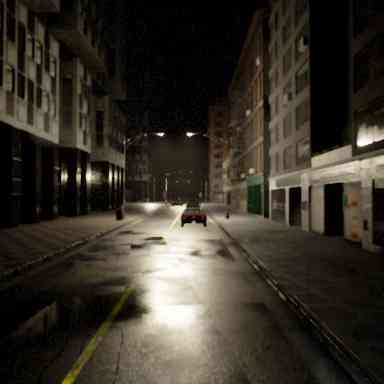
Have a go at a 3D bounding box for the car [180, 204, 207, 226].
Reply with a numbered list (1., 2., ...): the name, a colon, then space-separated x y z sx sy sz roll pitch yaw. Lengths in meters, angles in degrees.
1. car: 0.127 1.857 25.401 1.895 1.301 4.718 0 -1 0

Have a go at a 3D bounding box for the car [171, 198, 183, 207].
1. car: -2.942 2.006 65.227 2.097 1.767 4.553 0 -1 0

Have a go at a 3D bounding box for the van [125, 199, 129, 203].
1. van: -20.017 2.348 91.295 3.998 1.788 1.690 0 -1 0

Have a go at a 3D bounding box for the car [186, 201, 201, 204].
1. car: 0.149 1.927 44.381 1.882 1.535 5.008 0 -1 0
